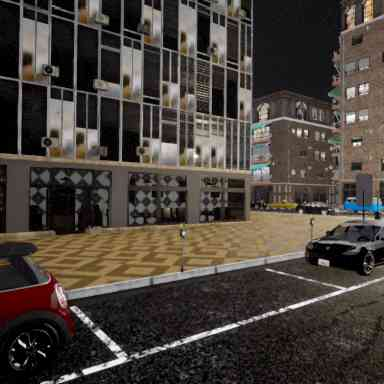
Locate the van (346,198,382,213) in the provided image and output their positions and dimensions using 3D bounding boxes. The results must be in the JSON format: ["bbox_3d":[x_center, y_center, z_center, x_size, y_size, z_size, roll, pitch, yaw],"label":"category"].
[{"bbox_3d":[19.143,1.525,37.436,1.690,1.788,3.998,0,-1,-35],"label":"van"}]

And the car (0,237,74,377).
[{"bbox_3d":[-3.682,1.440,3.922,4.097,1.590,1.967,0,1,-35],"label":"car"}]

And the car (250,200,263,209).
[{"bbox_3d":[9.654,1.864,51.114,1.947,1.339,4.313,0,-1,-35],"label":"car"}]

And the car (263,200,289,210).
[{"bbox_3d":[12.720,1.787,46.694,1.752,1.417,4.829,0,-1,-35],"label":"car"}]

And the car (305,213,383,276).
[{"bbox_3d":[5.398,1.567,10.392,4.313,1.339,1.947,0,1,-35],"label":"car"}]

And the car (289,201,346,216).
[{"bbox_3d":[12.254,1.620,32.662,2.008,1.369,4.403,0,-1,-35],"label":"car"}]
